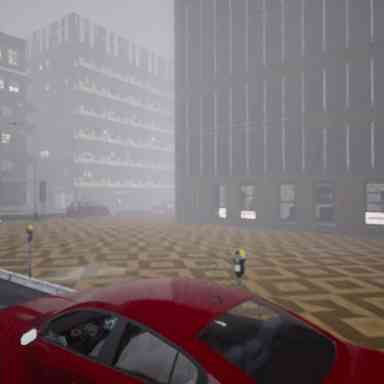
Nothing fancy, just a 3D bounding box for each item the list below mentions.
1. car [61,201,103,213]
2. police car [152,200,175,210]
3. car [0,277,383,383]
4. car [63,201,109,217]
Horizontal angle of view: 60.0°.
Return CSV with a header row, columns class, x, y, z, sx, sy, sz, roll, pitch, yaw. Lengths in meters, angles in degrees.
class,x,y,z,sx,sy,sz,roll,pitch,yaw
car,-13.679,1.835,41.574,1.752,1.417,4.829,-1,-2,35
police car,-4.027,2.004,50.684,2.038,1.542,4.974,0,-1,35
car,-0.424,1.535,3.186,4.507,1.381,1.887,0,0,35
car,-10.019,1.624,32.319,1.967,1.590,4.097,-1,-2,35
